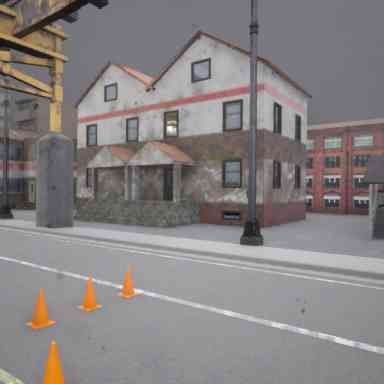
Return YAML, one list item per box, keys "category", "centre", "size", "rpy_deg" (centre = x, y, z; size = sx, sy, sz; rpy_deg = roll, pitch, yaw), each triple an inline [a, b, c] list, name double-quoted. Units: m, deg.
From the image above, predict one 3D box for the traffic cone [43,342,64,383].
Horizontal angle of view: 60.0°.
- category: "traffic cone"
  centre: [-1.526, 1.952, 3.660]
  size: [0.340, 0.580, 0.340]
  rpy_deg: [0, 0, 36]

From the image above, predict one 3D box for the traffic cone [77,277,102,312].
- category: "traffic cone"
  centre: [-1.978, 1.949, 6.452]
  size: [0.340, 0.580, 0.340]
  rpy_deg: [0, 0, 36]

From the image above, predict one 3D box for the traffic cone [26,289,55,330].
- category: "traffic cone"
  centre: [-2.563, 1.949, 5.641]
  size: [0.340, 0.580, 0.340]
  rpy_deg: [0, 0, 36]

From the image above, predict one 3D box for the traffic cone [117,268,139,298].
- category: "traffic cone"
  centre: [-1.393, 1.949, 7.263]
  size: [0.340, 0.580, 0.340]
  rpy_deg: [0, 0, 36]
